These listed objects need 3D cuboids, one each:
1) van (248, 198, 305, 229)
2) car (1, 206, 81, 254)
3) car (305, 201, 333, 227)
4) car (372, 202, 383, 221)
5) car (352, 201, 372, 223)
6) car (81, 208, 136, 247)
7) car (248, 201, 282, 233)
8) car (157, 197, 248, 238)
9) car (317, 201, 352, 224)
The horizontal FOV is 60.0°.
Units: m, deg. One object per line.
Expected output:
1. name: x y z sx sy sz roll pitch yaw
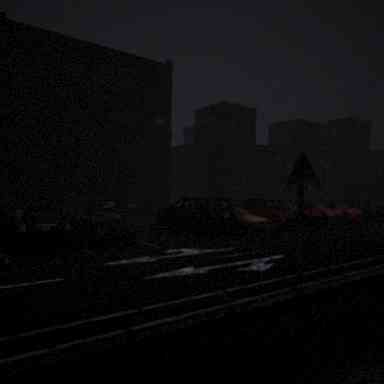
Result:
1. van: 4.740 1.360 21.795 1.878 1.987 4.442 0 0 -36
2. car: -6.532 1.366 13.849 2.185 1.767 4.553 1 0 -36
3. car: 6.911 1.605 23.496 2.097 1.535 5.008 0 0 -36
4. car: 13.664 1.540 28.275 2.185 1.767 4.553 1 0 -36
5. car: 11.384 1.519 26.723 2.185 1.767 4.553 1 0 -36
6. car: -4.307 1.515 15.485 2.231 1.521 4.892 1 0 -36
7. car: 2.535 1.565 20.136 1.946 1.575 5.366 0 0 -36
8. car: 0.168 1.298 18.708 2.435 2.045 5.566 0 0 -36
9. car: 9.141 1.498 25.120 2.185 1.767 4.553 0 0 -36
